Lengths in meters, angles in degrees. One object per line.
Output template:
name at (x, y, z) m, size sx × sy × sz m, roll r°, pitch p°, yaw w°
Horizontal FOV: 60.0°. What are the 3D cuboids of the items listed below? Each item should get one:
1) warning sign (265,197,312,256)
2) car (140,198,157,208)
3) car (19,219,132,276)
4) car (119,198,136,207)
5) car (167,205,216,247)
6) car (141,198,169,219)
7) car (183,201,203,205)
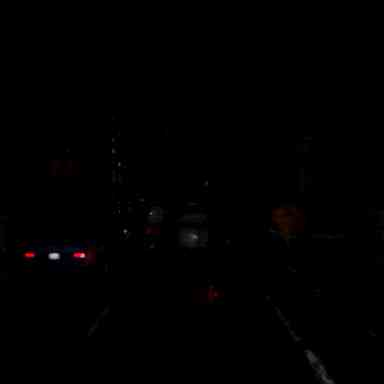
warning sign at (3.227, 1.119, 11.262) m, size 1.300 × 1.860 × 1.060 m, roll 0°, pitch 0°, yaw 0°
car at (-6.584, 1.625, 50.776) m, size 1.895 × 1.301 × 4.718 m, roll 0°, pitch 0°, yaw 0°
car at (-3.210, 1.551, 10.306) m, size 2.033 × 1.411 × 5.357 m, roll 0°, pitch 0°, yaw 1°
car at (-9.832, 1.625, 50.776) m, size 1.895 × 1.301 × 4.718 m, roll 0°, pitch 0°, yaw 0°
car at (0.072, 1.530, 14.831) m, size 1.812 × 1.442 × 4.674 m, roll 0°, pitch 0°, yaw 0°
car at (-3.182, 1.516, 29.117) m, size 1.837 × 1.490 × 4.892 m, roll 0°, pitch 0°, yaw 0°
car at (0.073, 1.536, 29.969) m, size 1.812 × 1.442 × 4.674 m, roll 0°, pitch 0°, yaw 0°
